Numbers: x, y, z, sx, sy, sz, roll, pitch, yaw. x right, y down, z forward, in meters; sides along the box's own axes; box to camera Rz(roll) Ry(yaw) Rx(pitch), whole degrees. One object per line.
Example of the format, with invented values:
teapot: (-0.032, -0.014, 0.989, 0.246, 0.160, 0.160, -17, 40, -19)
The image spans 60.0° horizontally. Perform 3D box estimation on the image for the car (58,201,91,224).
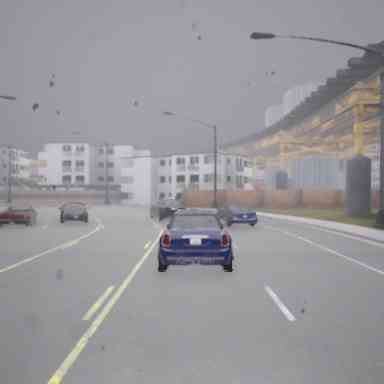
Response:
car: (-8.669, 1.487, 24.550, 1.837, 1.490, 4.892, 1, 0, -22)

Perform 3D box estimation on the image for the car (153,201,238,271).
car: (0.088, 1.344, 11.018, 2.097, 1.767, 4.553, 0, 0, 0)

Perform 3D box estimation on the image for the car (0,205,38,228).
car: (-11.607, 1.583, 22.319, 1.895, 1.301, 4.718, 0, 0, -18)

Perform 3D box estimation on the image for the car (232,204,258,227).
car: (2.842, 1.534, 22.733, 2.033, 1.411, 5.357, 0, 0, -9)

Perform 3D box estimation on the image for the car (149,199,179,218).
car: (-2.098, 1.334, 27.182, 2.097, 1.767, 4.553, 0, 0, -18)
